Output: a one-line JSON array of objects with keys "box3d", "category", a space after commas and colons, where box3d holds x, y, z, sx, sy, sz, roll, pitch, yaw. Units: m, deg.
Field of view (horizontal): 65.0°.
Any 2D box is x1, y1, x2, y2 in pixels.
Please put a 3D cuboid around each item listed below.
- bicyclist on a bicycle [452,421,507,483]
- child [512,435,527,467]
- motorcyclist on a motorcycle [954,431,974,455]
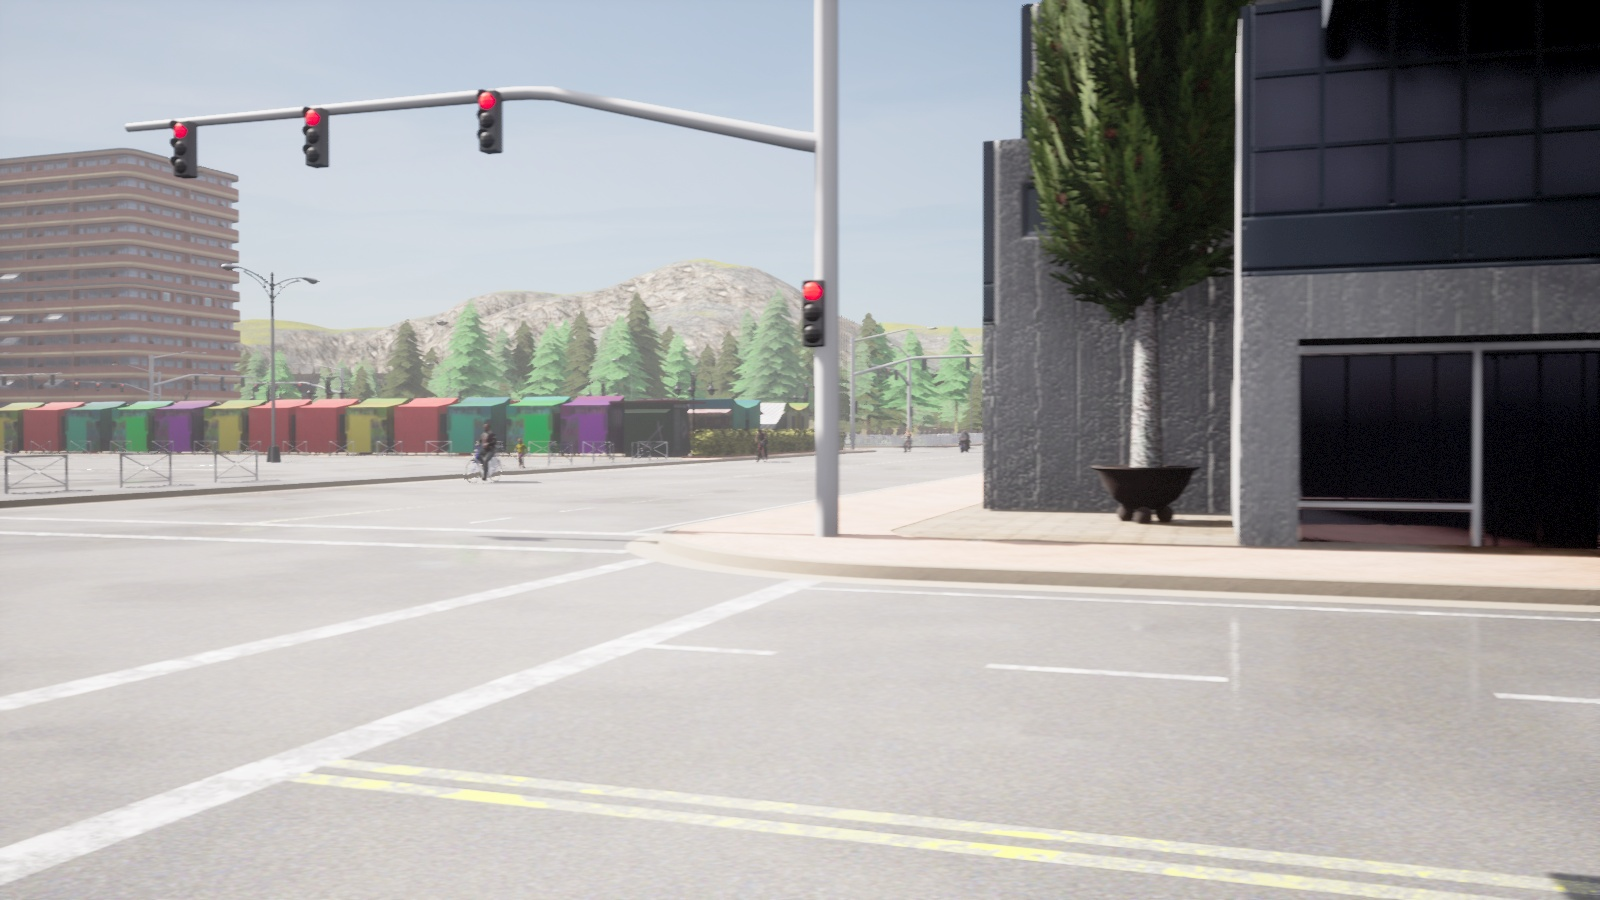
[{"box3d": [-9.403, 0.033, 36.917, 0.659, 1.776, 1.843, 1, 1, 20], "category": "bicyclist on a bicycle"}, {"box3d": [-10.275, 0.045, 46.008, 0.299, 1.160, 0.473, 1, 1, 23], "category": "child"}, {"box3d": [10.753, -0.446, 82.356, 0.866, 1.530, 2.191, 1, 1, 20], "category": "motorcyclist on a motorcycle"}]
